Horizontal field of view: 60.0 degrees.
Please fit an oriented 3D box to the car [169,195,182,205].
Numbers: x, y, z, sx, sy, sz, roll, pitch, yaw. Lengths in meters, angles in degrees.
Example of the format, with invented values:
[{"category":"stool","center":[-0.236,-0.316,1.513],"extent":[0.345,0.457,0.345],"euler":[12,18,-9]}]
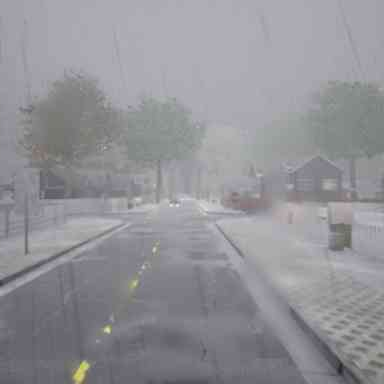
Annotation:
[{"category":"car","center":[-3.502,1.844,67.499],"extent":[1.994,1.385,4.181],"euler":[0,0,-1]}]
